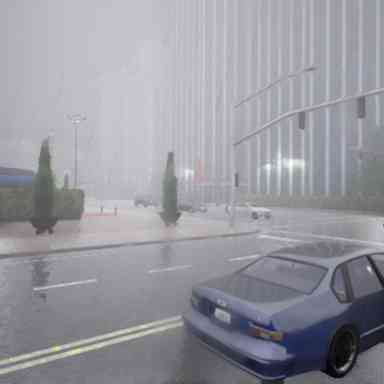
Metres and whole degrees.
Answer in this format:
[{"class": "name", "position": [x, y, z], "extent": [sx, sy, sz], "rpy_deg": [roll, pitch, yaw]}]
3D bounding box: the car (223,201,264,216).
[{"class": "car", "position": [5.499, 1.750, 36.024], "extent": [1.994, 1.385, 4.181], "rpy_deg": [1, 0, -36]}]

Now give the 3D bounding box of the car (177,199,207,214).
[{"class": "car", "position": [-0.235, 1.652, 37.964], "extent": [2.128, 1.511, 4.902], "rpy_deg": [1, 0, -36]}]

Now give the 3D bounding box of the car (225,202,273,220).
[{"class": "car", "position": [5.228, 1.687, 30.484], "extent": [1.812, 1.442, 4.674], "rpy_deg": [1, 0, -36]}]

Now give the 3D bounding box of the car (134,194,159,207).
[{"class": "car", "position": [-7.460, 1.404, 53.916], "extent": [2.150, 2.045, 5.566], "rpy_deg": [1, 0, -36]}]

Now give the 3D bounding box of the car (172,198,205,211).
[{"class": "car", "position": [-0.540, 1.663, 44.344], "extent": [1.882, 1.535, 5.008], "rpy_deg": [1, 0, -36]}]

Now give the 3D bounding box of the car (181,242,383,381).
[{"class": "car", "position": [2.432, 1.585, 5.536], "extent": [5.357, 1.411, 2.033], "rpy_deg": [0, 0, -35]}]
